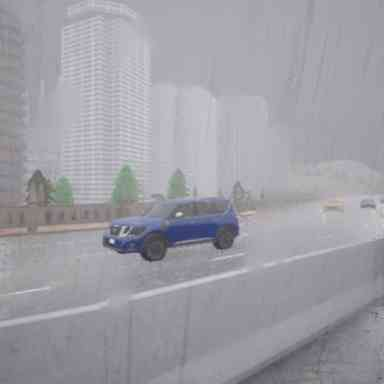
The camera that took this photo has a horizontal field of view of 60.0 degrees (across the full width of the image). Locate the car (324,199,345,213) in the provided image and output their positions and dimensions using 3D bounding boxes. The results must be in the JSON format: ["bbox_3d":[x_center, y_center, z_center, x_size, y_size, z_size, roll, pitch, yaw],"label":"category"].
[{"bbox_3d":[16.791,1.549,39.192,1.882,1.535,5.008,0,0,29],"label":"car"}]

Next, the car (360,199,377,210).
[{"bbox_3d":[24.165,1.619,45.630,2.033,1.411,5.357,0,0,27],"label":"car"}]

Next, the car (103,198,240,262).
[{"bbox_3d":[-0.532,1.259,12.704,5.566,2.045,2.150,0,0,-41],"label":"car"}]

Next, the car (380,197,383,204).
[{"bbox_3d":[37.691,1.654,64.557,1.895,1.301,4.718,0,0,27],"label":"car"}]
